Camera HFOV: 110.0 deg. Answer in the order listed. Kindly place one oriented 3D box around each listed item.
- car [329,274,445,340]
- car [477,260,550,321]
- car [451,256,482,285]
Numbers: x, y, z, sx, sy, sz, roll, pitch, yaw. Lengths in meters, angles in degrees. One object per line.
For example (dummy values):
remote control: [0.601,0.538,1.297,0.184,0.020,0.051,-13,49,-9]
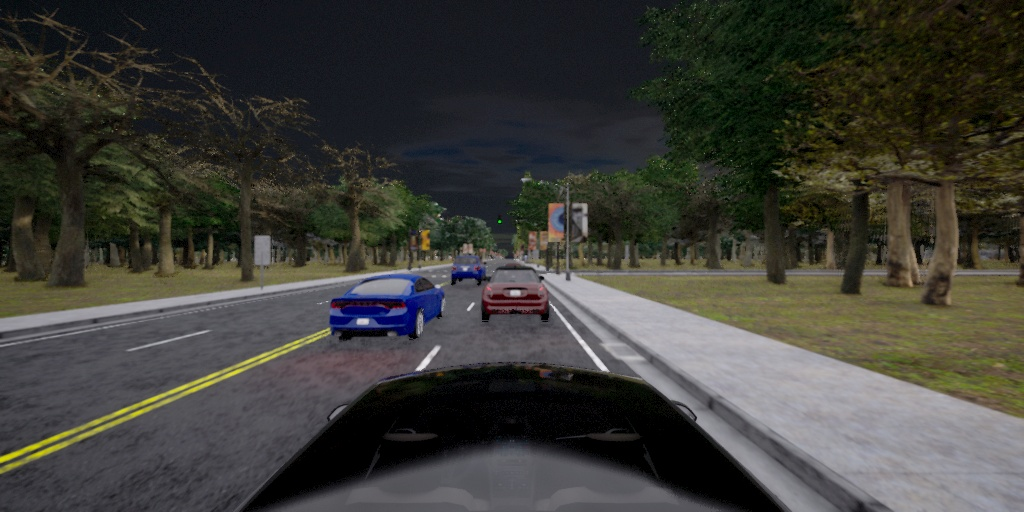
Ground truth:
car: [-3.151,1.234,10.053,1.882,1.535,5.008,0,0,0]
car: [0.099,1.111,12.640,2.097,1.767,4.553,0,0,0]
car: [-3.151,0.998,26.799,2.150,2.045,5.566,0,0,0]
